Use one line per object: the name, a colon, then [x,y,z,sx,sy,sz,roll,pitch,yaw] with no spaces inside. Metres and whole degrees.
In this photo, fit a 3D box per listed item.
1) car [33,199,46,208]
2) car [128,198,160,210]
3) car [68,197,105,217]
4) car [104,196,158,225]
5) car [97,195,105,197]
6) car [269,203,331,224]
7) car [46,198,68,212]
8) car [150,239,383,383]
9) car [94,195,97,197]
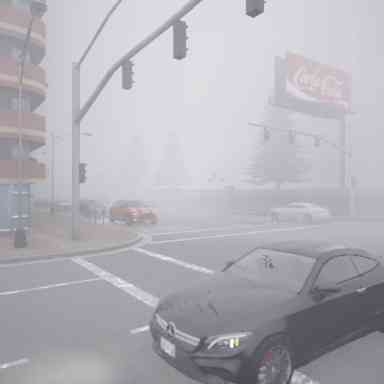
car: [-21.215,1.601,47.397,1.895,1.301,4.718,0,0,-35]
car: [-6.574,1.547,45.339,2.033,1.411,5.357,0,0,-36]
car: [-9.610,1.491,31.292,2.128,1.511,4.902,0,0,-36]
car: [-4.274,1.352,23.925,2.097,1.767,4.553,0,0,-36]
car: [-16.583,1.352,59.163,2.097,1.767,4.553,0,0,-36]
car: [8.024,1.525,25.111,1.812,1.442,4.674,-1,1,-41]
car: [-15.278,1.478,39.136,1.882,1.535,5.008,0,0,-36]
car: [1.622,1.525,5.160,4.674,1.442,1.812,0,0,-35]
car: [-18.182,1.547,55.400,2.033,1.411,5.357,0,0,-36]
